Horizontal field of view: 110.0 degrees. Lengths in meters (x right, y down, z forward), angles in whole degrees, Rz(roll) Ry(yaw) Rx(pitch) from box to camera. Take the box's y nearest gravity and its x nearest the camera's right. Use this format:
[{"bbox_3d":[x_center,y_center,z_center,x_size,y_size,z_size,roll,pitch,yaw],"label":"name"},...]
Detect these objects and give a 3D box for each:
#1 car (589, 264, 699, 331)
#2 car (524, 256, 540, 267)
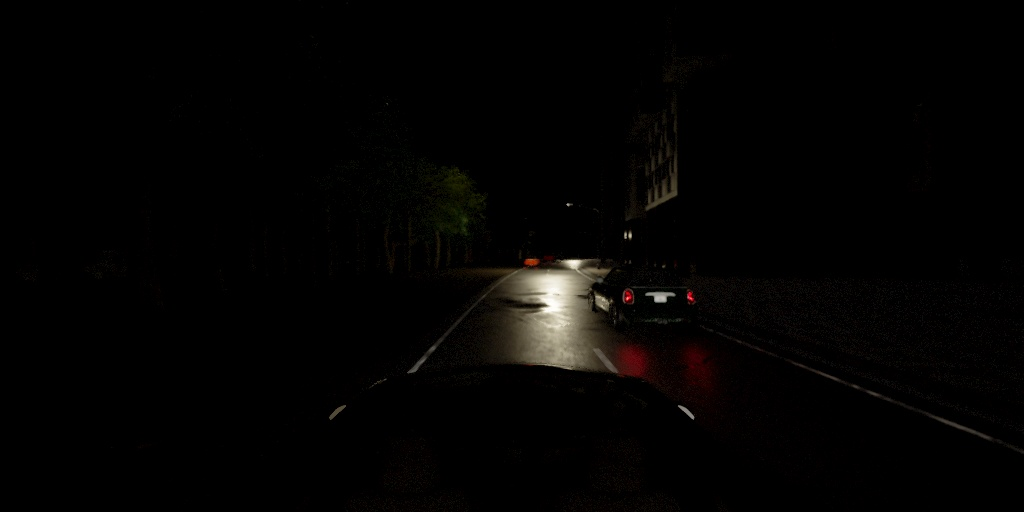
[{"bbox_3d":[3.789,1.094,11.137,2.097,1.767,4.553,0,0,1],"label":"car"},{"bbox_3d":[3.114,0.746,55.463,2.097,1.767,4.553,0,1,9],"label":"car"}]
